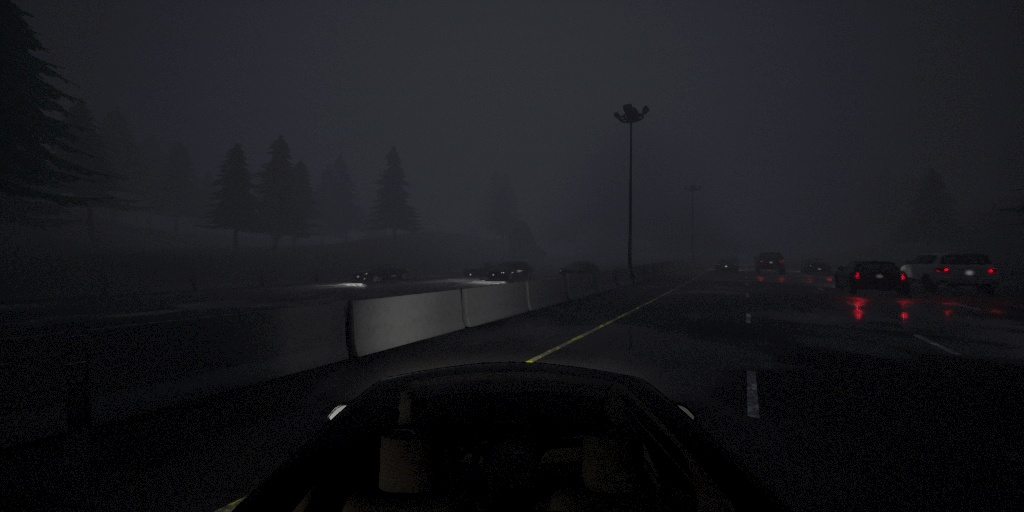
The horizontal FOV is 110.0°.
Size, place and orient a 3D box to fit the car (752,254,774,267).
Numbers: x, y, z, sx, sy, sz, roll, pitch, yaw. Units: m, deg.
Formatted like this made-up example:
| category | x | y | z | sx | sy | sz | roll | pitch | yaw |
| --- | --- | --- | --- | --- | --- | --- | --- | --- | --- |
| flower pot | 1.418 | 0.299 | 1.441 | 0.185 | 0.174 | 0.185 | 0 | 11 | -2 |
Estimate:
| category | x | y | z | sx | sy | sz | roll | pitch | yaw |
| --- | --- | --- | --- | --- | --- | --- | --- | --- | --- |
| car | 32.865 | 0.583 | 46.971 | 2.128 | 1.511 | 4.902 | 0 | 1 | 32 |

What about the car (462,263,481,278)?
| category | x | y | z | sx | sy | sz | roll | pitch | yaw |
| --- | --- | --- | --- | --- | --- | --- | --- | --- | --- |
| car | -2.267 | 1.228 | 31.815 | 1.895 | 1.301 | 4.718 | 0 | 1 | 33 |

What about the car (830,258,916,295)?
| category | x | y | z | sx | sy | sz | roll | pitch | yaw |
| --- | --- | --- | --- | --- | --- | --- | --- | --- | --- |
| car | 18.849 | 0.989 | 19.009 | 2.097 | 1.767 | 4.553 | 0 | 1 | 33 |

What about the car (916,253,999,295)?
| category | x | y | z | sx | sy | sz | roll | pitch | yaw |
| --- | --- | --- | --- | --- | --- | --- | --- | --- | --- |
| car | 23.196 | 0.831 | 19.274 | 2.150 | 2.045 | 5.566 | 0 | 1 | 33 |

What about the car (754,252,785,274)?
| category | x | y | z | sx | sy | sz | roll | pitch | yaw |
| --- | --- | --- | --- | --- | --- | --- | --- | --- | --- |
| car | 24.721 | 0.628 | 34.458 | 2.150 | 2.045 | 5.566 | 0 | 1 | 33 |

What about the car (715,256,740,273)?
| category | x | y | z | sx | sy | sz | roll | pitch | yaw |
| --- | --- | --- | --- | --- | --- | --- | --- | --- | --- |
| car | 22.168 | 0.956 | 36.955 | 1.994 | 1.385 | 4.181 | 0 | 1 | 33 |

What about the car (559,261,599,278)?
| category | x | y | z | sx | sy | sz | roll | pitch | yaw |
| --- | --- | --- | --- | --- | --- | --- | --- | --- | --- |
| car | 6.049 | 1.131 | 31.719 | 2.033 | 1.411 | 5.357 | 0 | 1 | 33 |

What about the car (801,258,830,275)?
| category | x | y | z | sx | sy | sz | roll | pitch | yaw |
| --- | --- | --- | --- | --- | --- | --- | --- | --- | --- |
| car | 27.983 | 0.924 | 33.049 | 1.812 | 1.442 | 4.674 | 0 | 1 | 34 |

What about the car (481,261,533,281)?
| category | x | y | z | sx | sy | sz | roll | pitch | yaw |
| --- | --- | --- | --- | --- | --- | --- | --- | --- | --- |
| car | -0.078 | 1.148 | 28.765 | 1.837 | 1.490 | 4.892 | 0 | 1 | 33 |

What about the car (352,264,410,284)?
| category | x | y | z | sx | sy | sz | roll | pitch | yaw |
| --- | --- | --- | --- | --- | --- | --- | --- | --- | --- |
| car | -9.709 | 1.256 | 26.813 | 1.994 | 1.385 | 4.181 | 0 | 0 | 33 |
